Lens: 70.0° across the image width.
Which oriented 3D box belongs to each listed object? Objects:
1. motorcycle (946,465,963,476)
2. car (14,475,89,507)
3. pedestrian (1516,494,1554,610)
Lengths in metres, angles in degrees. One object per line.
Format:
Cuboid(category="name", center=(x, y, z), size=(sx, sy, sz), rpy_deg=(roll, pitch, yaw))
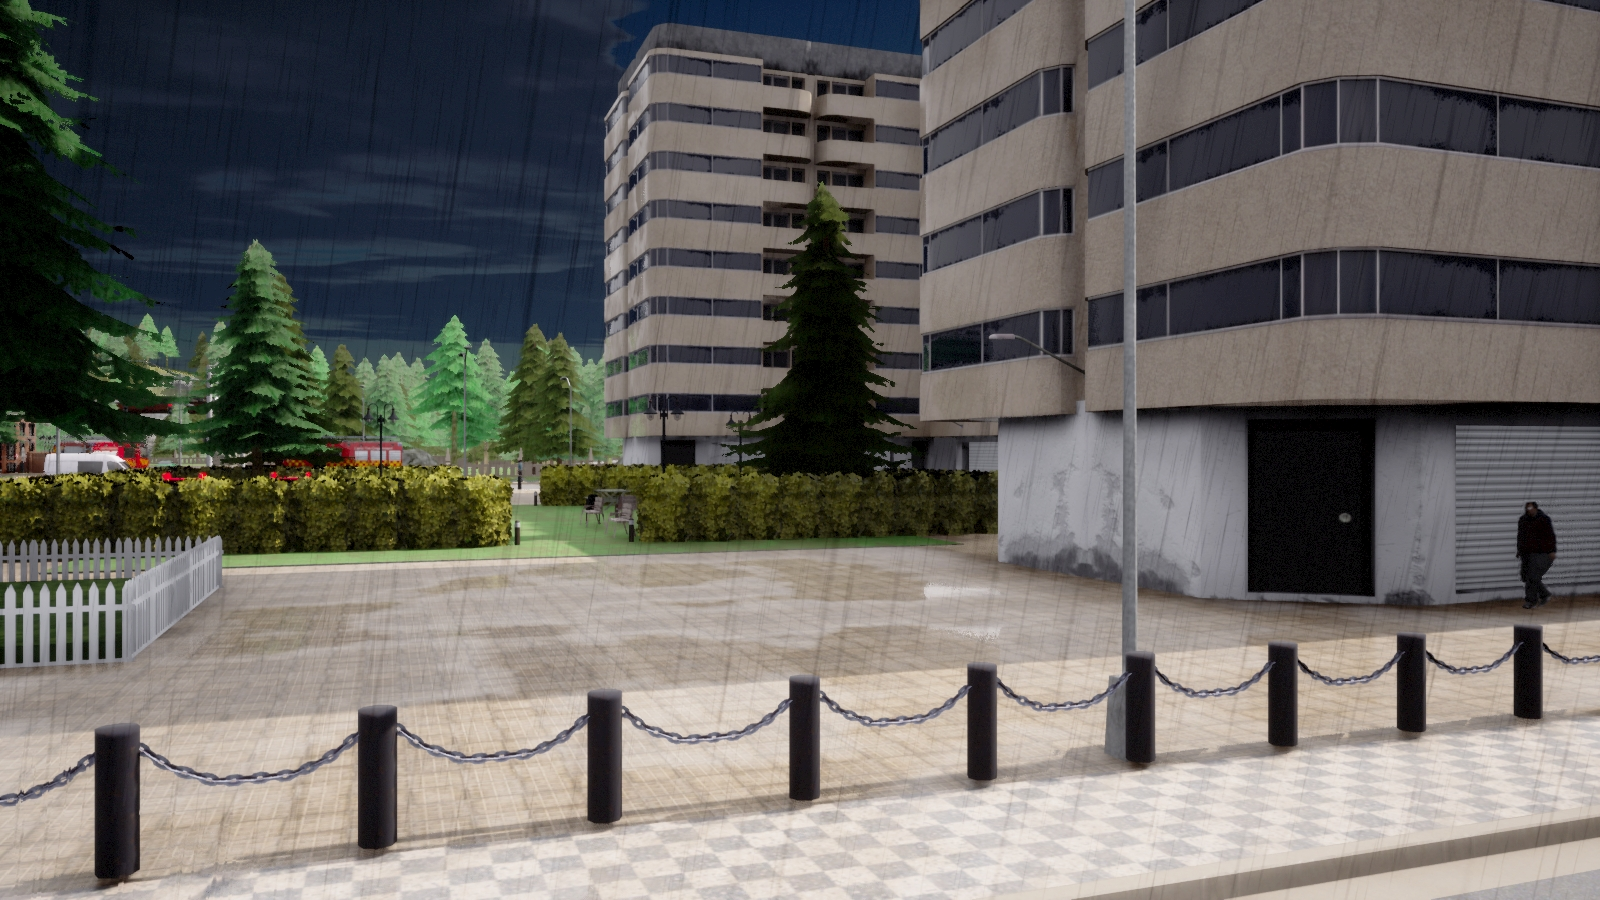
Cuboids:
Cuboid(category="motorcycle", center=(16.084, 2.131, 119.009), size=(0.803, 1.199, 2.033), rpy_deg=(0, 0, -20))
Cuboid(category="car", center=(-38.243, 2.063, 58.523), size=(2.163, 1.488, 4.792), rpy_deg=(0, 0, -20))
Cuboid(category="pedestrian", center=(12.079, 1.666, 18.787), size=(0.375, 1.860, 0.375), rpy_deg=(0, 0, -17))
